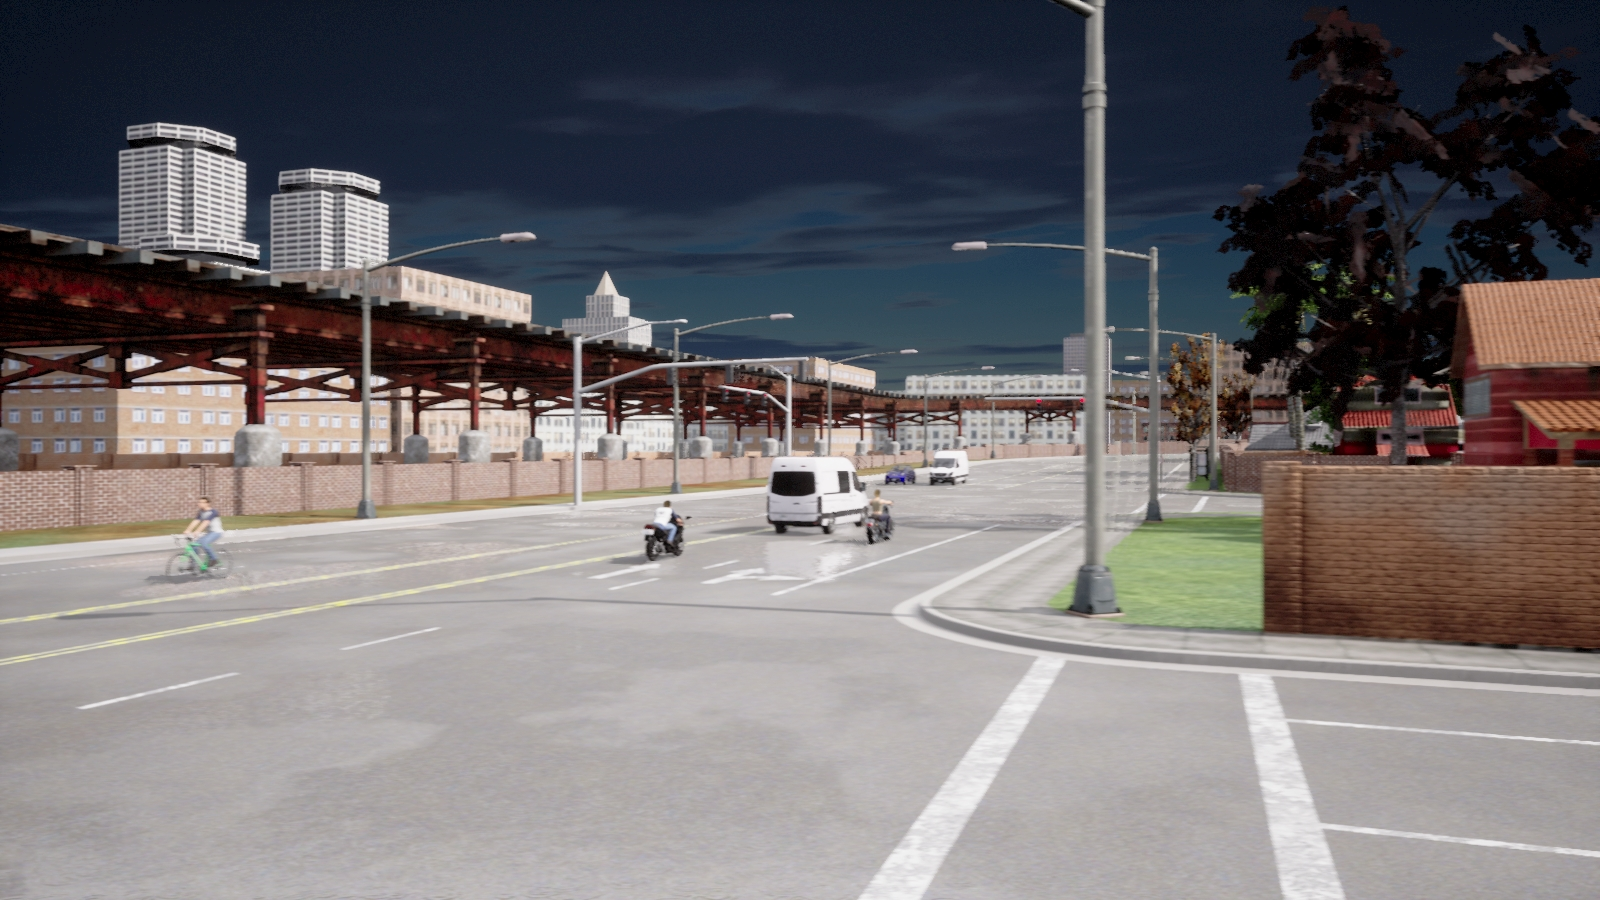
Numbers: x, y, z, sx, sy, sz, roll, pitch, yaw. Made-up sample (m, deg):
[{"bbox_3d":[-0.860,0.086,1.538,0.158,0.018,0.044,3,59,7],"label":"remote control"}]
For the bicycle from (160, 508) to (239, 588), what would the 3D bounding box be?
[{"bbox_3d":[-12.663,2.040,24.131,0.373,1.521,1.643,0,0,21],"label":"bicycle"}]

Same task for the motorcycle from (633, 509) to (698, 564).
[{"bbox_3d":[-3.376,2.169,28.874,0.803,1.224,2.033,0,0,21],"label":"motorcycle"}]

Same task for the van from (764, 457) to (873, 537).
[{"bbox_3d":[0.769,1.528,39.897,1.988,2.561,5.915,0,0,20],"label":"van"}]
